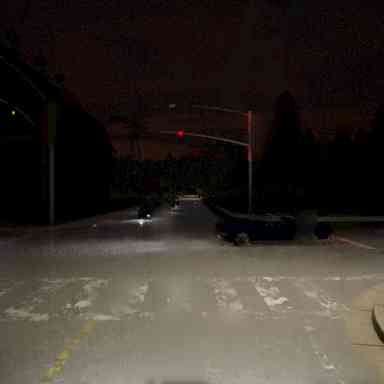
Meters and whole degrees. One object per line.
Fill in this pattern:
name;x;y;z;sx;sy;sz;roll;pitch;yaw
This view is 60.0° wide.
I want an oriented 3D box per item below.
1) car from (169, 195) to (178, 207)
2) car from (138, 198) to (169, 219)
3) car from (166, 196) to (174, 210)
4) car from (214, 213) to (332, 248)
car;-3.511;1.526;48.878;1.812;1.442;4.674;0;0;0
car;-3.550;1.547;29.836;2.033;1.411;5.357;0;0;0
car;-3.533;1.505;39.581;1.837;1.490;4.892;0;0;0
car;3.359;1.584;14.325;4.718;1.301;1.895;0;0;-9
